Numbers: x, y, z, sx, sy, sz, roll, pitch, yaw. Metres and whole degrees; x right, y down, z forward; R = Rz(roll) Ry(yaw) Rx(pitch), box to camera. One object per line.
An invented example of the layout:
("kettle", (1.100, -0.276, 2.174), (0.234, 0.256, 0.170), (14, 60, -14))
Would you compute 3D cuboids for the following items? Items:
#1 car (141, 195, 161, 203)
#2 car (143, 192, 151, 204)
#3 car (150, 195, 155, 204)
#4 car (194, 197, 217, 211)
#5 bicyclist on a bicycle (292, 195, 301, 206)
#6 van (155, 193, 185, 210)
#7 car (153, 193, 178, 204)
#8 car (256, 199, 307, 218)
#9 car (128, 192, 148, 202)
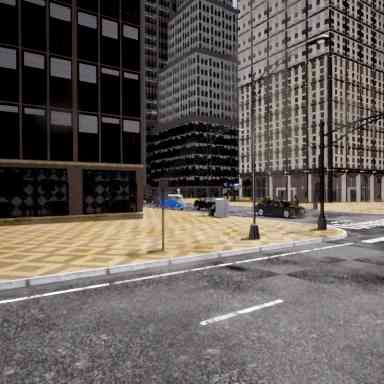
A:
("car", (-7.822, 1.239, 62.602), (1.887, 1.381, 4.507), (0, 0, -34))
("car", (-6.397, 1.252, 55.771), (1.837, 1.490, 4.892), (-1, 1, -34))
("car", (-3.506, 1.346, 45.884), (1.812, 1.442, 4.674), (-1, 1, -34))
("car", (2.089, 1.359, 37.586), (2.128, 1.511, 4.902), (-1, 1, -34))
("bicyclist on a bicycle", (12.028, 1.119, 38.473), (1.656, 1.620, 0.582), (-1, 1, -34))
("van", (-2.360, 1.211, 39.550), (1.690, 1.788, 3.998), (0, 0, -34))
("car", (-4.721, 1.036, 58.011), (2.192, 1.841, 5.009), (0, 0, -34))
("car", (7.723, 1.420, 29.245), (1.837, 1.490, 4.892), (-1, 1, -34))
("car", (-10.924, 0.982, 67.191), (2.192, 1.841, 5.009), (0, 0, -34))
